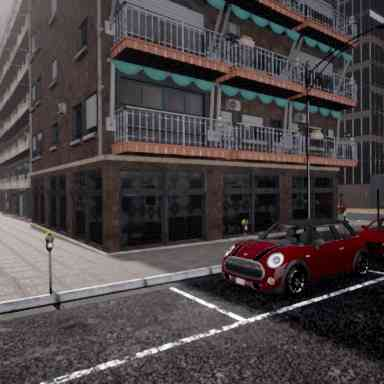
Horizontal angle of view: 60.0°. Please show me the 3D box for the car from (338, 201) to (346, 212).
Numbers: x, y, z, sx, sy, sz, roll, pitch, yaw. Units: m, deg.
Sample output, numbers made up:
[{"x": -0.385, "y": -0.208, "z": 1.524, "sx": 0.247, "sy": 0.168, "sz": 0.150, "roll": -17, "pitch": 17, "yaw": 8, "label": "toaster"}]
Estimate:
[{"x": 16.460, "y": 1.740, "z": 40.560, "sx": 1.967, "sy": 1.590, "sz": 4.097, "roll": -2, "pitch": 0, "yaw": -36, "label": "car"}]

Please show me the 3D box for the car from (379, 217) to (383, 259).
[{"x": 7.180, "y": 1.541, "z": 11.676, "sx": 4.507, "sy": 1.381, "sz": 1.887, "roll": 0, "pitch": -1, "yaw": -35, "label": "car"}]

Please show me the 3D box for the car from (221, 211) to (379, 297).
[{"x": 2.679, "y": 1.438, "z": 8.474, "sx": 4.097, "sy": 1.590, "sz": 1.967, "roll": 0, "pitch": -1, "yaw": -35, "label": "car"}]
